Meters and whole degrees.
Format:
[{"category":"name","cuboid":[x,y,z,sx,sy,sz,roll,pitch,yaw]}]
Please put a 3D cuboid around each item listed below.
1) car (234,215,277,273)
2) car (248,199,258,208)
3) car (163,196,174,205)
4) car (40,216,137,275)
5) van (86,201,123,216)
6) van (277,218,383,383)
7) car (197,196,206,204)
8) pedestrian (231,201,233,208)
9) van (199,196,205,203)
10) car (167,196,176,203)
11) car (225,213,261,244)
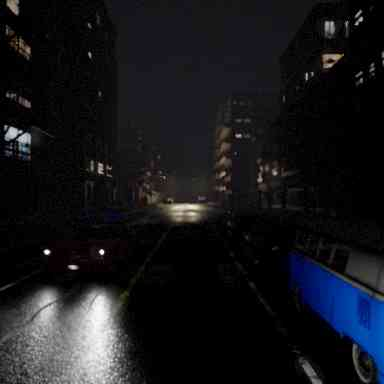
[{"category":"car","cuboid":[2.687,1.644,10.698,1.947,1.339,4.313,0,0,0]},{"category":"car","cuboid":[13.416,2.113,64.755,5.009,1.841,2.192,1,-2,-1]},{"category":"car","cuboid":[-5.747,2.191,77.062,1.947,1.339,4.313,0,-1,0]},{"category":"car","cuboid":[-3.107,1.681,10.928,1.895,1.301,4.718,0,0,0]},{"category":"van","cuboid":[-5.702,1.504,22.016,1.690,1.788,3.998,0,0,0]},{"category":"van","cuboid":[2.692,1.378,5.038,1.690,1.788,3.998,0,0,0]},{"category":"car","cuboid":[2.629,2.221,82.699,1.887,1.381,4.507,0,-1,0]},{"category":"pedestrian","cuboid":[6.096,1.913,50.744,0.500,1.100,0.500,0,-1,0]},{"category":"van","cuboid":[2.625,2.070,88.331,1.690,1.788,3.998,0,-1,0]},{"category":"car","cuboid":[-5.760,2.098,93.955,2.192,1.841,5.009,0,-1,0]},{"category":"car","cuboid":[2.682,1.687,16.361,1.947,1.339,4.313,0,0,0]}]
